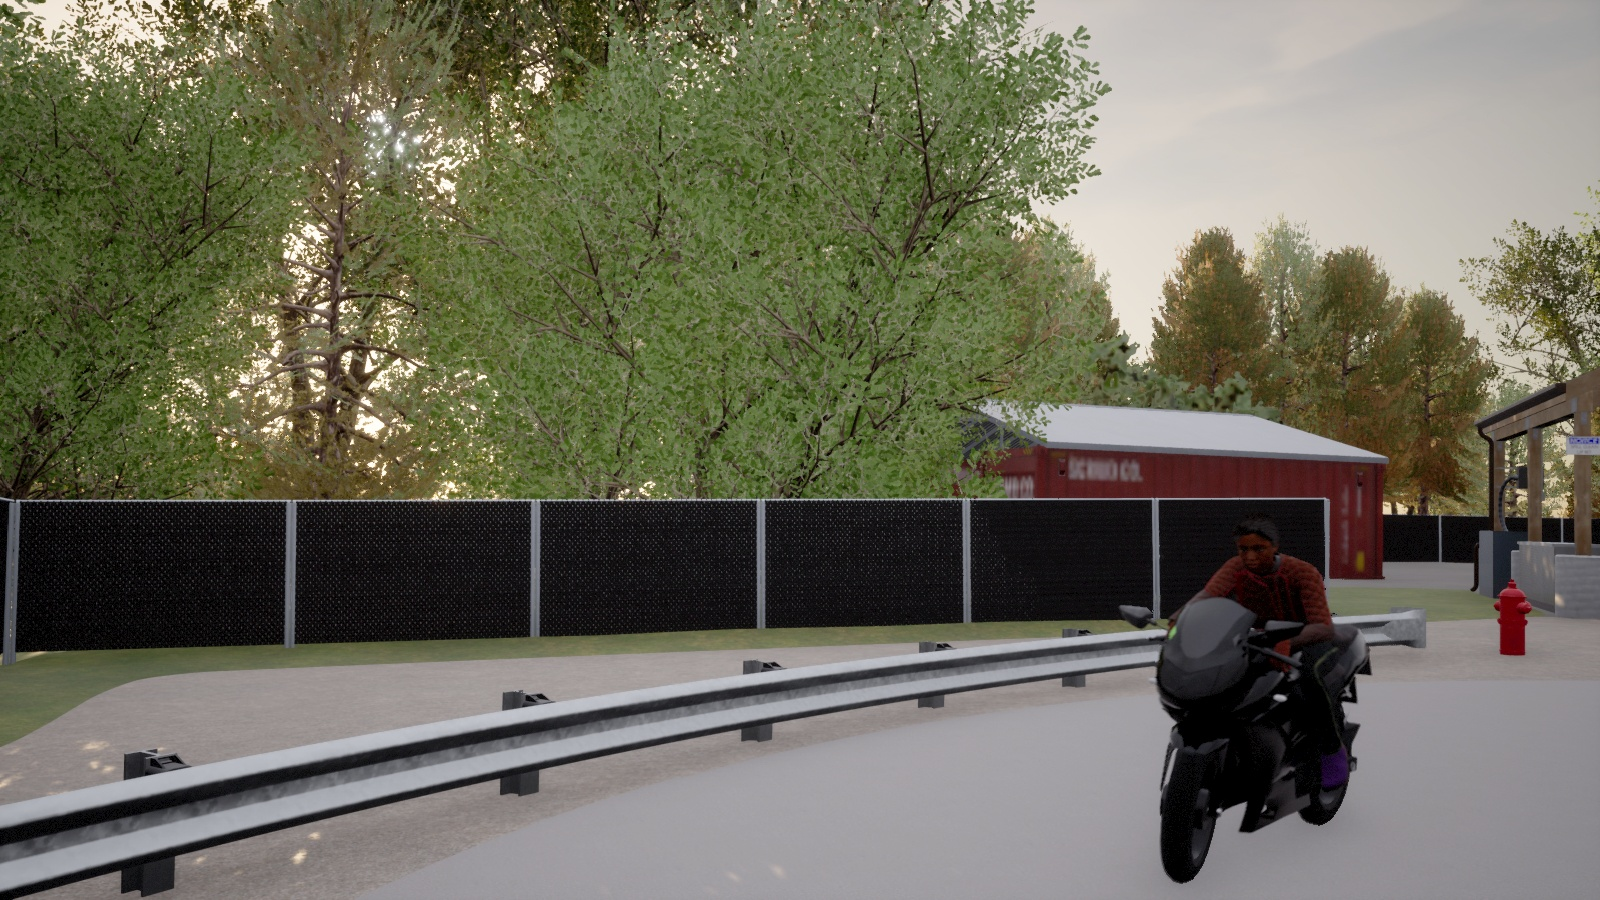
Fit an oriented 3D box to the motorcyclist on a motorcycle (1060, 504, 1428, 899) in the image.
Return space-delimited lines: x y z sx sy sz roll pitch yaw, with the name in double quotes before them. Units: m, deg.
"motorcyclist on a motorcycle" 2.061 1.024 5.621 0.797 1.523 2.044 0 -2 42
